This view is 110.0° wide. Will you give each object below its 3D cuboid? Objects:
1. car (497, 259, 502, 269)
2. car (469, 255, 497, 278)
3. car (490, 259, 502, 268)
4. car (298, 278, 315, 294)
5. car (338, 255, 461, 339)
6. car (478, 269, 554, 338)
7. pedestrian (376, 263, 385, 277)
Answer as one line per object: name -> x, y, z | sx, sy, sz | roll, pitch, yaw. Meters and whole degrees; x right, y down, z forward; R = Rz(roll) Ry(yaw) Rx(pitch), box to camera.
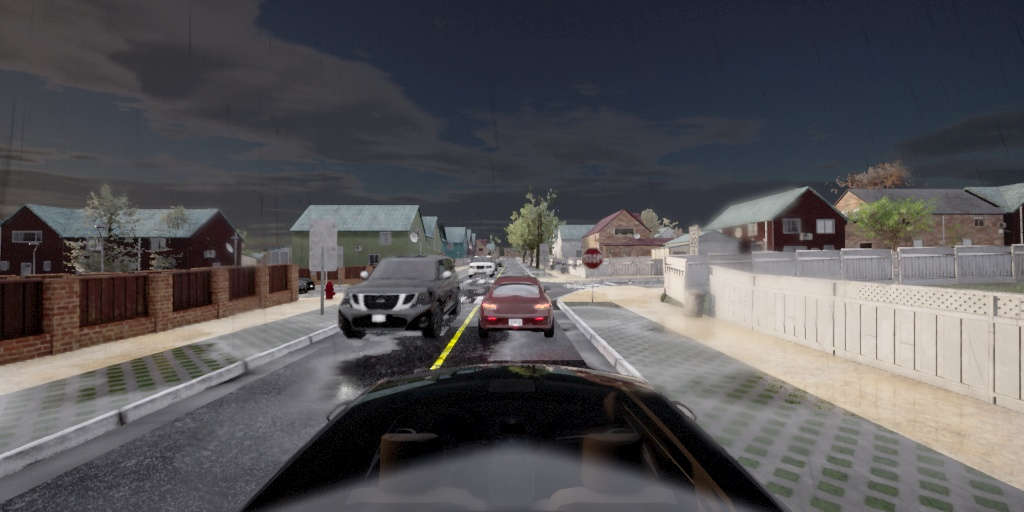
car -> -2.822, 1.239, 46.207 | 2.128, 1.511, 4.902 | 0, 0, 0
car -> -2.819, 0.972, 34.362 | 2.150, 2.045, 5.566 | 0, 0, 0
car -> -2.784, 1.222, 62.803 | 1.882, 1.535, 5.008 | 0, 0, 1
car -> -14.016, 1.575, 20.680 | 4.892, 1.490, 1.837 | -2, -1, -1
car -> -2.848, 0.973, 10.427 | 2.150, 2.045, 5.566 | 0, 0, 0
car -> 0.138, 1.278, 10.123 | 1.812, 1.442, 4.674 | 0, 0, 2
pedestrian -> -9.680, 1.212, 26.548 | 0.375, 1.860, 0.375 | 0, 0, 0
